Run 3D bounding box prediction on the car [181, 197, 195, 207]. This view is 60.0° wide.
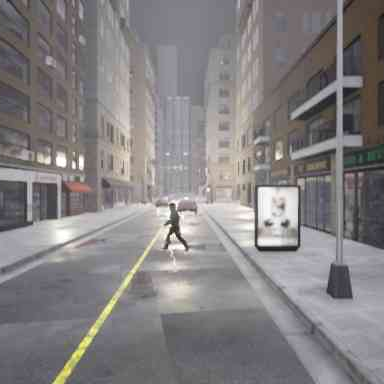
[{"bbox_3d":[-0.552,1.409,48.181,1.895,1.301,4.718,0,0,1],"label":"car"}]

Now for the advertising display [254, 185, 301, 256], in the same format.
[{"bbox_3d":[2.968,0.985,11.598,1.540,2.440,0.280,0,0,-1],"label":"advertising display"}]

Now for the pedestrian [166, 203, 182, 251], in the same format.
[{"bbox_3d":[-0.658,1.251,12.151,0.375,1.860,0.375,0,0,-11],"label":"pedestrian"}]

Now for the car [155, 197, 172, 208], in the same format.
[{"bbox_3d":[-3.693,1.393,43.654,1.994,1.385,4.181,0,0,0],"label":"car"}]

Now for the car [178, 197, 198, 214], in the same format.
[{"bbox_3d":[-0.406,1.472,34.007,1.895,1.301,4.718,0,0,-1],"label":"car"}]
